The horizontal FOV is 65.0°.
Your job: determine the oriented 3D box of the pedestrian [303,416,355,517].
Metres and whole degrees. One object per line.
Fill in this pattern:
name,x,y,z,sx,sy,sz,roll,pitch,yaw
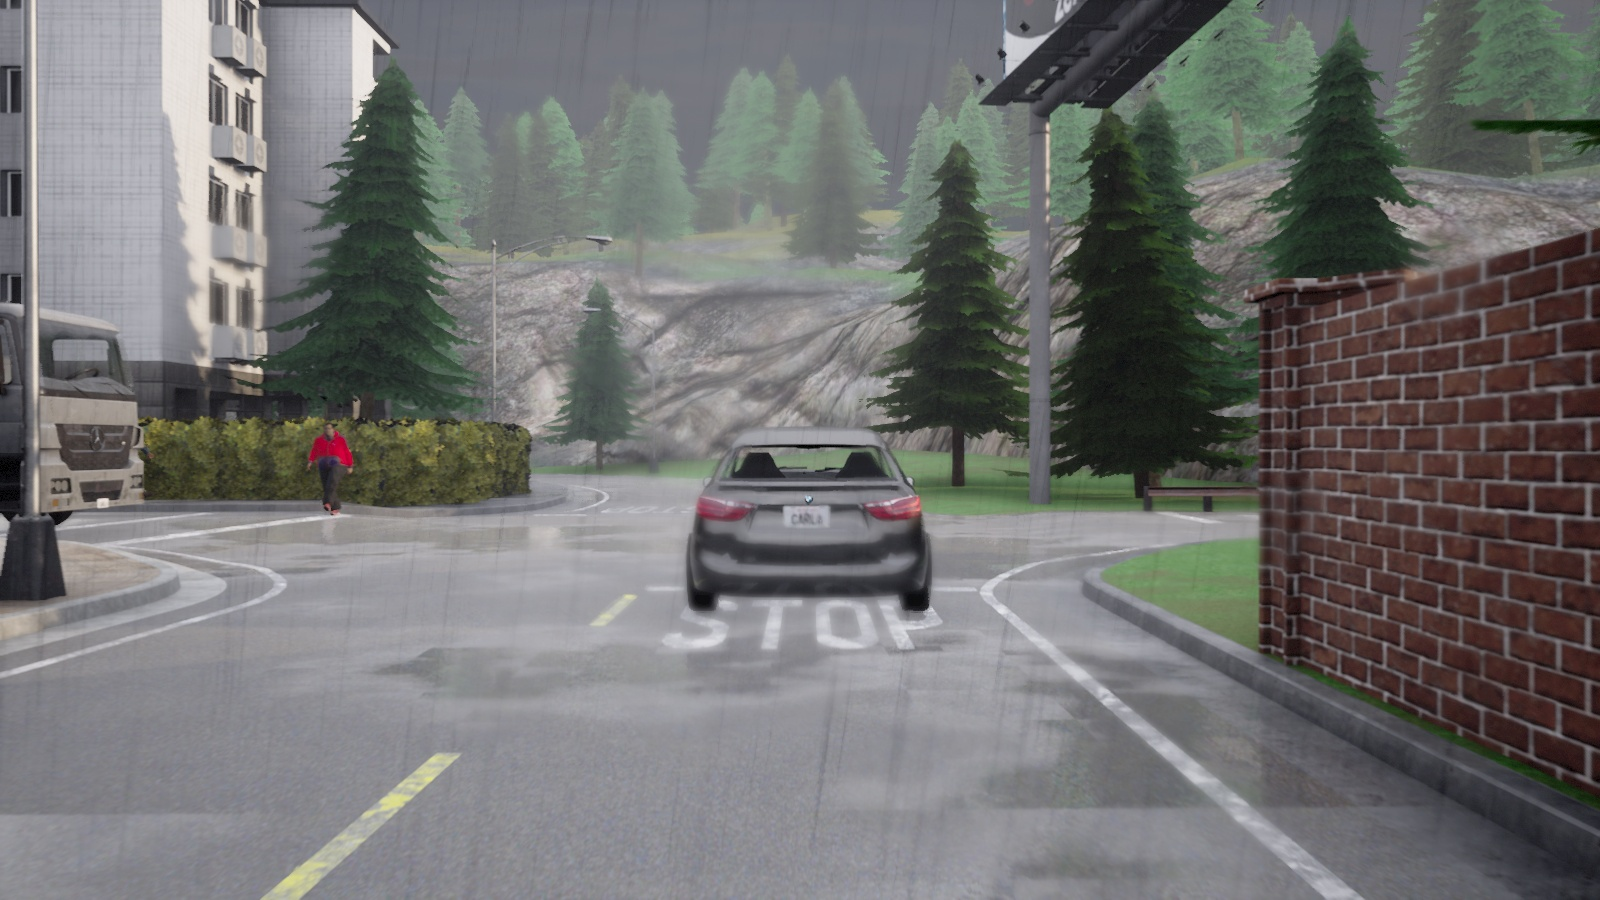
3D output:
pedestrian,-8.793,0.304,23.473,0.634,1.844,0.899,0,0,1

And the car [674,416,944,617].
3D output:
car,0.088,0.534,12.736,2.242,1.667,4.611,0,0,0

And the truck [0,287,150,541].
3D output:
truck,-14.326,-0.499,18.554,7.936,3.462,2.891,0,0,-1
